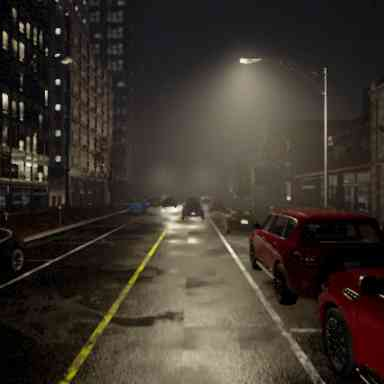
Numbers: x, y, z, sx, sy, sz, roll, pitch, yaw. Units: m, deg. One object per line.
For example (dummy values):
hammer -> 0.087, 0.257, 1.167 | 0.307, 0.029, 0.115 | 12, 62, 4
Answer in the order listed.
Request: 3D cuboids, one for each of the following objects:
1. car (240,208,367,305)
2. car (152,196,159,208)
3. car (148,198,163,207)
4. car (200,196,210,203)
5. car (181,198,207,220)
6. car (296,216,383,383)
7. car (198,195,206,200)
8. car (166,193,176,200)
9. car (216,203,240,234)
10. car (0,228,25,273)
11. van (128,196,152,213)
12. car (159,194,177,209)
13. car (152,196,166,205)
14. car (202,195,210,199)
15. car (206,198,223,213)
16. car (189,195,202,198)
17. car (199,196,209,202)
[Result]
car -> 2.689, 1.311, 7.997 | 2.192, 1.841, 5.009 | 0, 0, 0
car -> -5.712, 1.513, 46.584 | 1.752, 1.417, 4.829 | 0, 0, 0
car -> -5.715, 1.570, 52.291 | 1.802, 1.307, 4.206 | 0, 0, 0
car -> 2.657, 1.575, 68.904 | 1.802, 1.307, 4.206 | 0, 0, 0
car -> 0.085, 1.514, 28.226 | 1.812, 1.442, 4.674 | 0, 0, 0
car -> 2.692, 1.314, 2.461 | 2.192, 1.841, 5.009 | 0, 0, 0
car -> 2.645, 1.572, 91.053 | 1.947, 1.339, 4.313 | 0, 0, 0
car -> -5.735, 1.321, 91.050 | 2.192, 1.841, 5.009 | 0, 0, 0
car -> 2.682, 1.557, 19.071 | 1.947, 1.339, 4.313 | 0, 0, 0
car -> -5.692, 1.562, 7.995 | 1.947, 1.339, 4.313 | 0, 0, 0
van -> -5.706, 1.328, 35.680 | 1.690, 1.788, 3.998 | 0, 0, 0
car -> -3.066, 1.465, 46.117 | 1.882, 1.535, 5.008 | 0, 0, 1
car -> -5.718, 1.430, 57.828 | 1.967, 1.590, 4.097 | 0, 0, 0
car -> 2.660, 1.431, 63.367 | 1.967, 1.590, 4.097 | 0, 0, 0
car -> 2.674, 1.569, 35.682 | 1.802, 1.307, 4.206 | 0, 0, 0
car -> 0.076, 1.465, 45.915 | 1.882, 1.535, 5.008 | 0, 0, 0
car -> 2.654, 1.540, 74.442 | 1.887, 1.381, 4.507 | 0, 0, 0
